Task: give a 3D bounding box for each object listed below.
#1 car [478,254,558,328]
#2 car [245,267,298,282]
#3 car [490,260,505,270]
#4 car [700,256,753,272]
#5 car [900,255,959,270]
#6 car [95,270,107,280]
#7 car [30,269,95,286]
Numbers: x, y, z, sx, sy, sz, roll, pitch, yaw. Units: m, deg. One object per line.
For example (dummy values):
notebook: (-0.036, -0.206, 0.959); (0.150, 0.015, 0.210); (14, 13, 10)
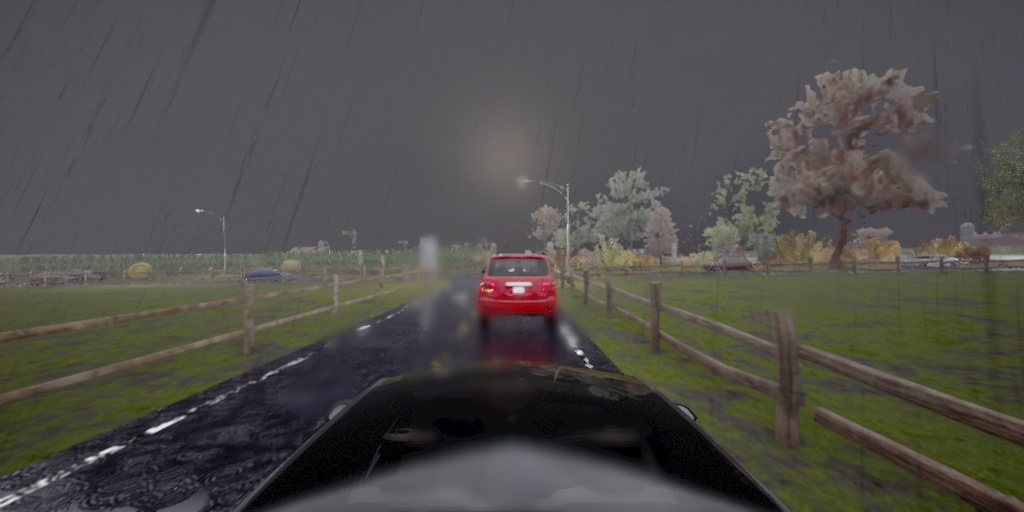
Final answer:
car: (0.166, 0.981, 11.607); (2.150, 2.045, 5.566); (0, -1, 0)
car: (-23.576, 1.763, 35.107); (4.674, 1.442, 1.812); (-1, 0, 1)
car: (-2.353, 1.384, 58.643); (2.128, 1.511, 4.902); (0, 0, 1)
car: (21.917, 0.764, 36.823); (4.553, 1.767, 2.097); (-1, 0, 2)
car: (42.143, 0.592, 36.244); (4.674, 1.442, 1.812); (-1, 0, 2)
car: (-46.734, 2.176, 38.630); (4.902, 1.511, 2.128); (-1, 0, 2)
car: (-45.007, 2.213, 35.721); (4.181, 1.385, 1.994); (-1, 0, 2)
